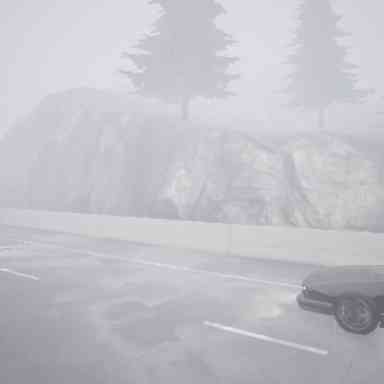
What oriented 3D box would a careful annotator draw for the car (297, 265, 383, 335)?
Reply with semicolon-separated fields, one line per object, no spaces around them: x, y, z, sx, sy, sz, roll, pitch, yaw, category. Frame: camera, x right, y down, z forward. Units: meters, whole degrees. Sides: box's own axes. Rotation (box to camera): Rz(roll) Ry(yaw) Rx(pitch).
4.608;1.721;5.415;5.357;1.411;2.033;0;-1;33;car
